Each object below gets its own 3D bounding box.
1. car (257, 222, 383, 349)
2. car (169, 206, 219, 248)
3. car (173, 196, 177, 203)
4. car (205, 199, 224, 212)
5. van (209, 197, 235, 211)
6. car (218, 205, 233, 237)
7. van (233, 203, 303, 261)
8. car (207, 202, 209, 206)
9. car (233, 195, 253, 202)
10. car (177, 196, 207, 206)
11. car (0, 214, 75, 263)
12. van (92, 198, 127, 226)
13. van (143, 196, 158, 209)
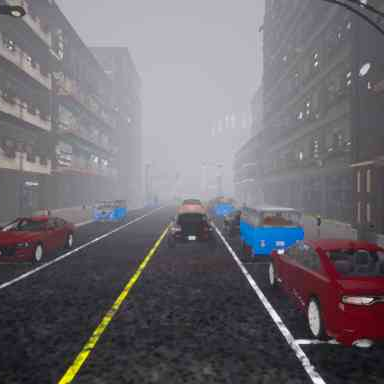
[{"bbox_3d":[2.696,1.545,6.348,1.887,1.381,4.507,0,0,0],"label":"car"},{"bbox_3d":[0.000,1.538,14.650,1.812,1.442,4.674,0,0,0],"label":"car"},{"bbox_3d":[-3.000,1.542,69.717,2.128,1.511,4.902,0,0,0],"label":"car"},{"bbox_3d":[2.694,1.592,40.321,1.947,1.339,4.313,0,0,0],"label":"car"},{"bbox_3d":[2.696,1.355,28.997,1.690,1.788,3.998,0,0,0],"label":"van"},{"bbox_3d":[2.695,1.571,17.671,1.947,1.339,4.313,0,0,0],"label":"car"},{"bbox_3d":[2.696,1.344,12.010,1.690,1.788,3.998,0,0,0],"label":"van"},{"bbox_3d":[2.695,1.586,34.658,1.947,1.339,4.313,0,0,0],"label":"car"},{"bbox_3d":[13.466,1.713,88.709,5.009,1.841,2.192,1,-1,-1],"label":"car"},{"bbox_3d":[0.000,1.382,29.620,2.097,1.767,4.553,0,0,0],"label":"car"},{"bbox_3d":[-5.685,1.547,12.010,1.887,1.381,4.507,0,0,0],"label":"car"},{"bbox_3d":[-5.685,1.350,23.334,1.690,1.788,3.998,0,0,0],"label":"van"},{"bbox_3d":[-5.685,1.374,45.981,1.690,1.788,3.998,0,0,0],"label":"van"}]
